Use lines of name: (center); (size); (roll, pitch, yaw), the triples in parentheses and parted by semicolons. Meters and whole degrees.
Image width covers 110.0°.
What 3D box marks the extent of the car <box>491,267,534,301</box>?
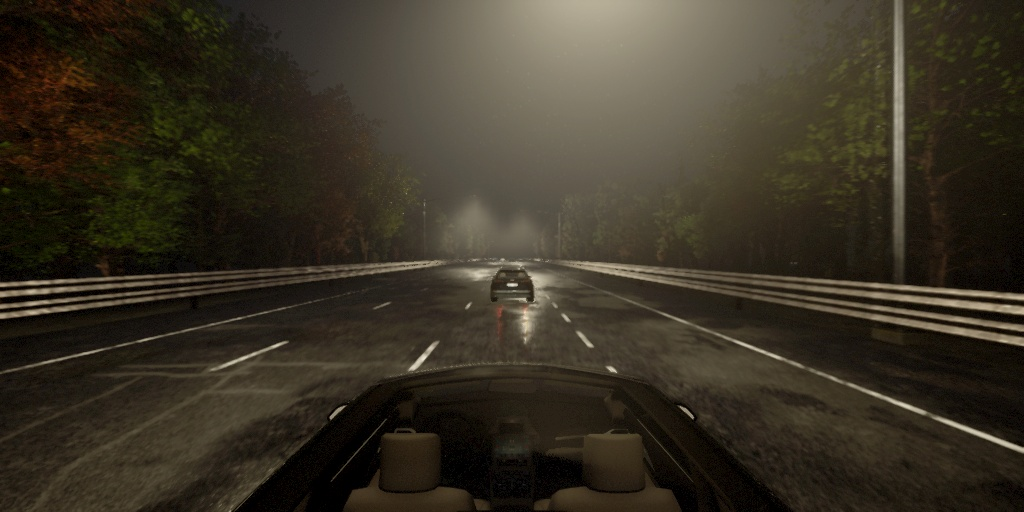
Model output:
car: (0.006, 1.327, 17.603); (2.033, 1.649, 4.856); (0, -1, 0)
